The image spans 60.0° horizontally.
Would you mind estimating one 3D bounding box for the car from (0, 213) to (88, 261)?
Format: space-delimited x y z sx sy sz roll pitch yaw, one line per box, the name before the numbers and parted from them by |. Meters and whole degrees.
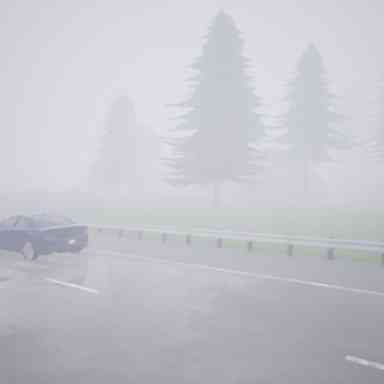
car | -6.046 1.529 12.609 5.008 1.535 1.882 0 0 36
